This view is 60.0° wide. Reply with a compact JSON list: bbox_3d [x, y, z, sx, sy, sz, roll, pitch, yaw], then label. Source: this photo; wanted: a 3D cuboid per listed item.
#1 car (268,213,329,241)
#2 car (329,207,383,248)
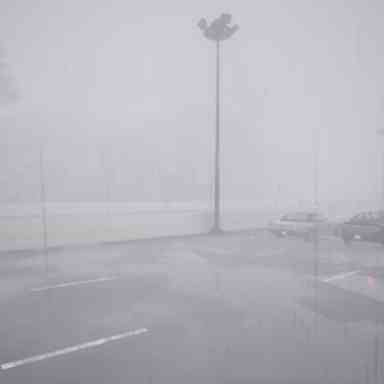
[{"bbox_3d":[6.183,1.746,17.643,4.718,1.301,1.895,1,0,-40],"label":"car"},{"bbox_3d":[8.589,1.642,15.095,4.902,1.511,2.128,1,0,-40],"label":"car"}]
